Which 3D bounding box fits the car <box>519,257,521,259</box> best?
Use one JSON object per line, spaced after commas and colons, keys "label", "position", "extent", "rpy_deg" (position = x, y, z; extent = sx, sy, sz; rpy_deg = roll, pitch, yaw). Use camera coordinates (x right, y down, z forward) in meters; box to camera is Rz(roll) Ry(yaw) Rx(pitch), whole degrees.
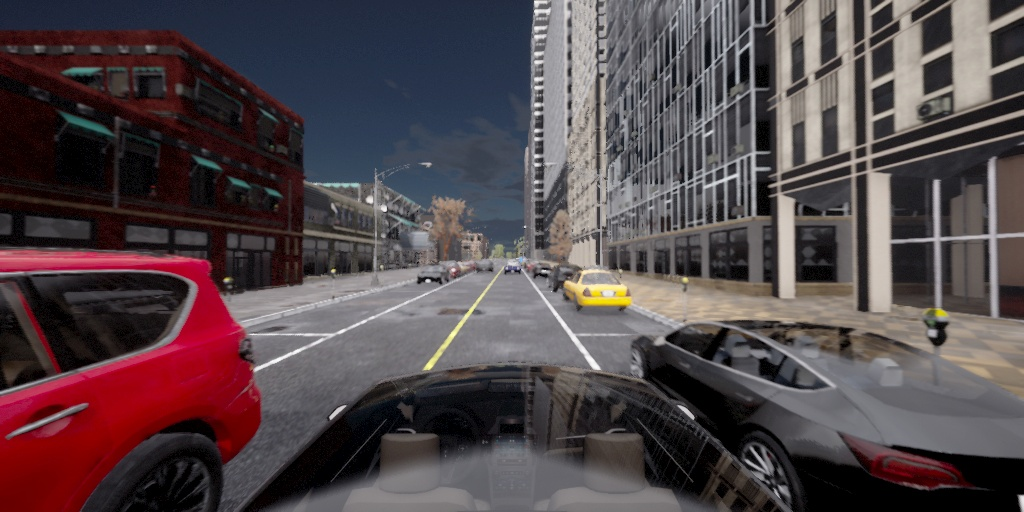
{"label": "car", "position": [0.052, 1.259, 53.339], "extent": [1.812, 1.442, 4.674], "rpy_deg": [0, 0, 1]}

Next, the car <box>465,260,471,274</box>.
{"label": "car", "position": [-5.682, 1.263, 37.613], "extent": [1.751, 1.417, 4.829], "rpy_deg": [0, 0, 0]}

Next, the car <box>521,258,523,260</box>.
{"label": "car", "position": [2.670, 1.300, 54.659], "extent": [1.948, 1.339, 4.313], "rpy_deg": [0, 0, 0]}

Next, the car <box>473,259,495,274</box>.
{"label": "car", "position": [-3.080, 1.214, 42.099], "extent": [1.882, 1.535, 5.008], "rpy_deg": [0, 0, 0]}

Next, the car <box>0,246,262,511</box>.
{"label": "car", "position": [-3.101, 0.972, 0.587], "extent": [2.150, 2.045, 5.566], "rpy_deg": [0, 0, 0]}

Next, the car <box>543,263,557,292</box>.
{"label": "car", "position": [3.150, 1.247, 21.122], "extent": [1.837, 1.490, 4.892], "rpy_deg": [0, 0, 0]}

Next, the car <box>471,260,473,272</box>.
{"label": "car", "position": [-5.680, 1.318, 43.427], "extent": [1.802, 1.307, 4.207], "rpy_deg": [0, 0, 0]}

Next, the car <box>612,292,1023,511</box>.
{"label": "car", "position": [2.693, 1.315, 3.862], "extent": [1.948, 1.339, 4.313], "rpy_deg": [0, 0, 0]}

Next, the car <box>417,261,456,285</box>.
{"label": "car", "position": [-5.684, 1.306, 26.495], "extent": [1.948, 1.339, 4.313], "rpy_deg": [0, 0, 0]}

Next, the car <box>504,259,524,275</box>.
{"label": "car", "position": [0.078, 1.338, 39.543], "extent": [1.895, 1.301, 4.718], "rpy_deg": [0, 0, 0]}

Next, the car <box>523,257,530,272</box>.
{"label": "car", "position": [2.667, 1.176, 43.370], "extent": [1.967, 1.591, 4.097], "rpy_deg": [0, 0, 0]}

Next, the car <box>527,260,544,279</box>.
{"label": "car", "position": [2.665, 1.305, 32.082], "extent": [1.948, 1.339, 4.313], "rpy_deg": [0, 0, 0]}

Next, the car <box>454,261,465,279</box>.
{"label": "car", "position": [-5.683, 1.179, 32.139], "extent": [1.967, 1.591, 4.097], "rpy_deg": [0, 0, 0]}

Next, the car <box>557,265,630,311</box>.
{"label": "car", "position": [3.153, 1.202, 14.311], "extent": [1.801, 1.575, 5.366], "rpy_deg": [0, 0, 0]}
